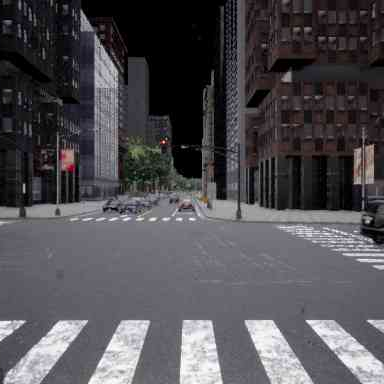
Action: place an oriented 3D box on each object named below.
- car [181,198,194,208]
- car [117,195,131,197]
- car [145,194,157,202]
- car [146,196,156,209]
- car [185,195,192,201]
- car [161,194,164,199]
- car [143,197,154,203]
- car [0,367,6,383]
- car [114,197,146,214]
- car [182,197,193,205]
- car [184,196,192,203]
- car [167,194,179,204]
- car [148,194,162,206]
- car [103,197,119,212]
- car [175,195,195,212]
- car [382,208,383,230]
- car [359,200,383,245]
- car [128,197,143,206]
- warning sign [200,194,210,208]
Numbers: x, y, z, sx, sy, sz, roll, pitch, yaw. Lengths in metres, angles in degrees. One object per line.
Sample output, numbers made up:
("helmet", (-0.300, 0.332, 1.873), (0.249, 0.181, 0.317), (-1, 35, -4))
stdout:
("car", (-0.686, 1.614, 49.822), (1.802, 1.307, 4.206), (0, 0, 0))
("car", (-9.176, 1.335, 44.345), (2.192, 1.841, 5.009), (0, 0, 0))
("car", (-9.392, 1.417, 76.900), (2.192, 1.841, 5.009), (0, 0, 0))
("car", (-6.523, 1.586, 45.354), (1.994, 1.385, 4.181), (0, 0, -1))
("car", (-0.939, 1.574, 87.797), (1.967, 1.590, 4.097), (0, 0, 0))
("car", (-9.465, 1.449, 87.752), (2.192, 1.841, 5.009), (0, 0, 0))
("car", (-9.355, 1.669, 71.474), (1.802, 1.307, 4.206), (0, 0, 0))
("car", (-2.685, 1.548, 0.615), (2.033, 1.411, 5.357), (0, 0, 3))
("car", (-6.459, 1.548, 35.399), (2.033, 1.411, 5.357), (0, 0, -1))
("car", (-0.758, 1.603, 60.672), (1.887, 1.381, 4.507), (0, 0, 0))
("car", (-0.832, 1.613, 71.692), (1.752, 1.417, 4.829), (0, 0, 0))
("car", (-3.451, 1.575, 65.676), (1.837, 1.490, 4.892), (0, 0, 0))
("car", (-6.571, 1.551, 55.547), (1.837, 1.490, 4.892), (0, 0, 0))
("car", (-9.139, 1.574, 38.919), (1.947, 1.339, 4.313), (0, 0, 0))
("car", (-0.615, 1.448, 38.973), (1.967, 1.590, 4.097), (0, 0, 0))
("car", (14.628, 1.794, 20.929), (4.181, 1.385, 1.994), (1, 0, 0))
("car", (10.155, 1.395, 14.214), (5.566, 2.045, 2.150), (1, 0, -1))
("car", (-9.246, 1.570, 55.026), (1.752, 1.417, 4.829), (0, 0, 0))
("warning sign", (1.672, 1.132, 42.659), (1.300, 1.860, 1.060), (0, 0, 0))
